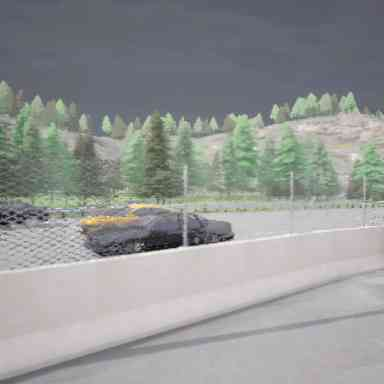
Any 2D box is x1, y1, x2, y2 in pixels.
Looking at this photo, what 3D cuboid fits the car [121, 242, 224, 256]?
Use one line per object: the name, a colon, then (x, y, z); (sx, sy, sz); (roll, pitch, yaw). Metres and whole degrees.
car: (-0.933, 1.410, 11.816); (5.357, 1.411, 2.033); (0, 1, -34)
